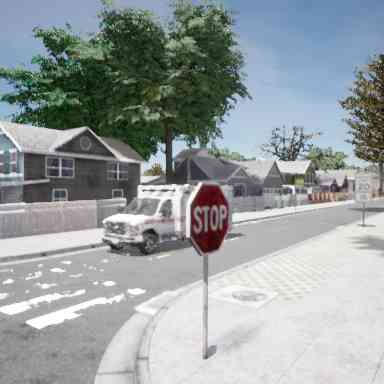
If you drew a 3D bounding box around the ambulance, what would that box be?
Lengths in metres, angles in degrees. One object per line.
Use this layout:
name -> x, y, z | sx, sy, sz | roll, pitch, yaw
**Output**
ambulance -> -0.710, 0.942, 13.887 | 2.351, 2.431, 6.366 | 0, 0, 37
